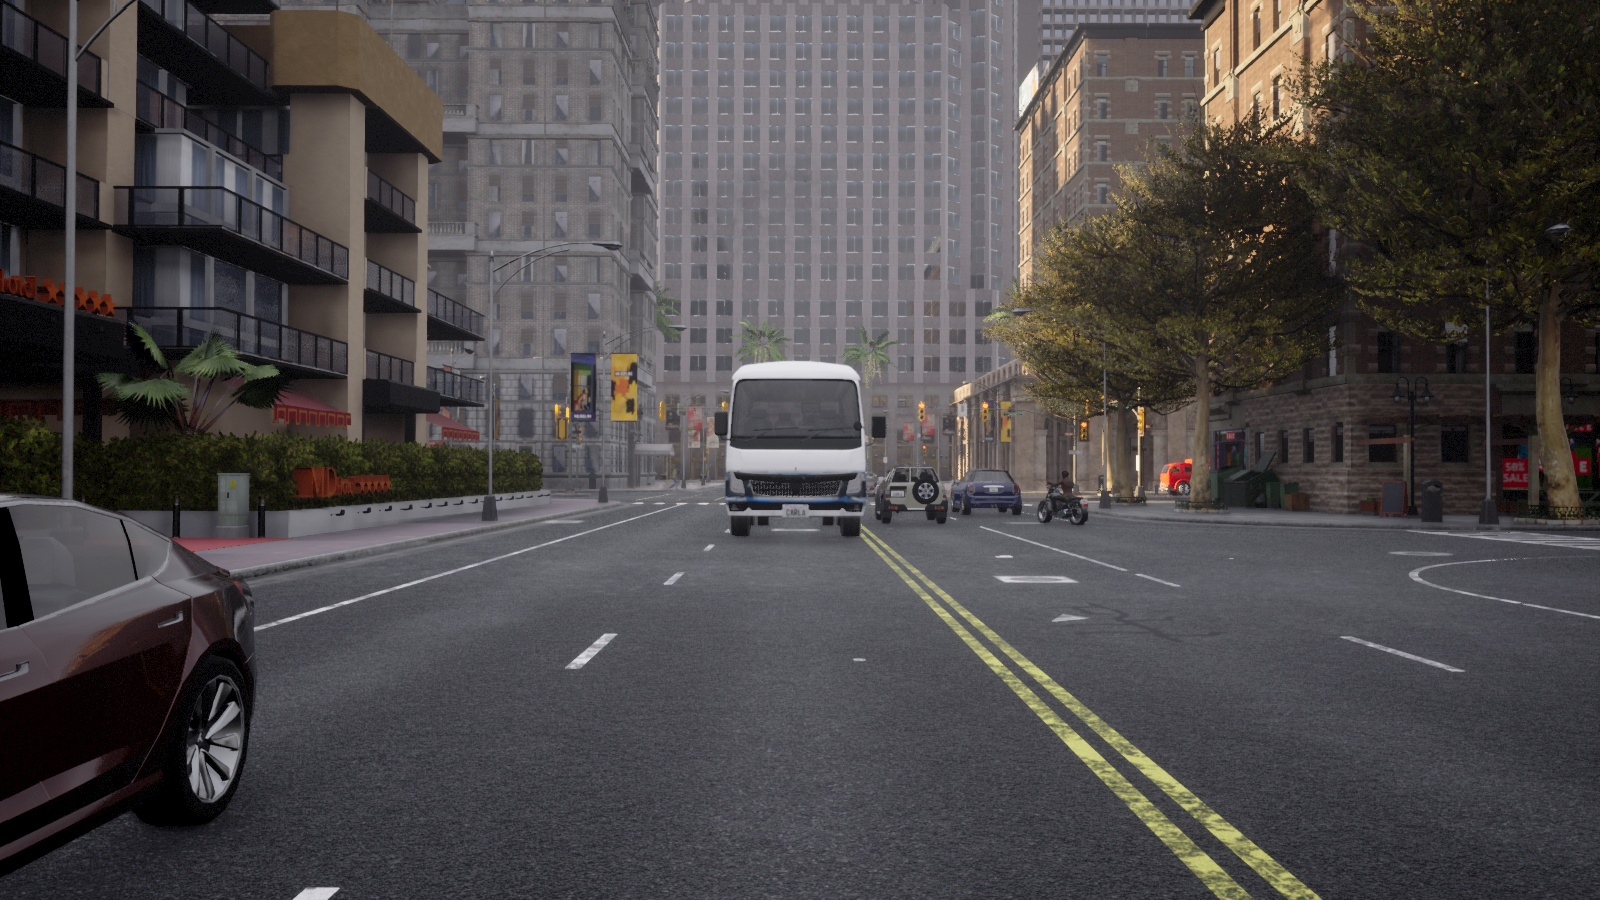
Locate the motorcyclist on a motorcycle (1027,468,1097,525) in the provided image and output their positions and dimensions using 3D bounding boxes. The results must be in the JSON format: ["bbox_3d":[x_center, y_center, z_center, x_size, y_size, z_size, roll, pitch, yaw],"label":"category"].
[{"bbox_3d":[7.800,1.362,37.491,0.766,1.649,2.350,0,-1,-26],"label":"motorcyclist on a motorcycle"}]

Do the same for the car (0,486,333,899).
[{"bbox_3d":[-3.514,0.898,4.152,2.163,1.488,4.792,0,-1,0],"label":"car"}]

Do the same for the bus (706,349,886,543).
[{"bbox_3d":[-0.108,-0.012,32.778,3.944,4.253,10.273,0,-1,0],"label":"bus"}]

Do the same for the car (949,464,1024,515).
[{"bbox_3d":[6.854,1.426,46.561,2.097,1.767,4.553,0,-1,0],"label":"car"}]

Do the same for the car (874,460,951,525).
[{"bbox_3d":[3.377,1.264,38.578,1.932,1.855,4.605,0,-1,0],"label":"car"}]

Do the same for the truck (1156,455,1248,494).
[{"bbox_3d":[26.479,1.608,82.778,5.204,2.467,2.627,0,-1,0],"label":"truck"}]

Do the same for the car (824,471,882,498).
[{"bbox_3d":[3.141,2.041,75.271,1.789,1.549,3.705,0,-1,-29],"label":"car"}]
